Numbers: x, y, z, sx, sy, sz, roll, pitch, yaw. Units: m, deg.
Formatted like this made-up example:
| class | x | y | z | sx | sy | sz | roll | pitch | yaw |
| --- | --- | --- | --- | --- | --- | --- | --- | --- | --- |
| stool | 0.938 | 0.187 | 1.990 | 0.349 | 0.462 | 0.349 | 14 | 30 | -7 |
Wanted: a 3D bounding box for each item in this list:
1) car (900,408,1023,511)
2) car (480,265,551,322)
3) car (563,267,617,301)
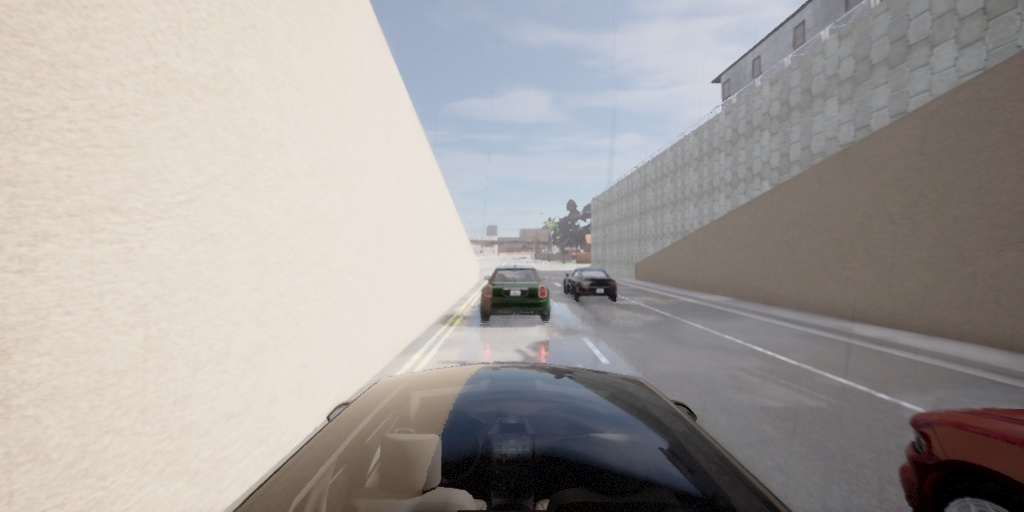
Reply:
| class | x | y | z | sx | sy | sz | roll | pitch | yaw |
| --- | --- | --- | --- | --- | --- | --- | --- | --- | --- |
| car | 3.600 | 1.230 | 0.343 | 1.882 | 1.535 | 5.008 | 0 | 0 | 0 |
| car | 0.096 | 1.085 | 12.410 | 2.097 | 1.767 | 4.553 | 0 | 0 | 0 |
| car | 3.579 | 1.252 | 16.909 | 1.812 | 1.442 | 4.674 | 0 | 0 | 0 |
